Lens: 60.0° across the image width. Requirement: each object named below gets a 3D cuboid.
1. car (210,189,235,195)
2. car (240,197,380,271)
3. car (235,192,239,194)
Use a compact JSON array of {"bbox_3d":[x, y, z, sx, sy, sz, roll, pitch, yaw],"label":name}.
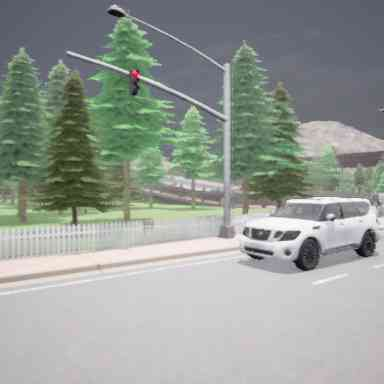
[{"bbox_3d":[5.356,0.330,63.325,1.837,1.490,4.892,0,6,-36],"label":"car"},{"bbox_3d":[4.145,1.212,11.249,5.566,2.045,2.150,0,0,-35],"label":"car"},{"bbox_3d":[8.561,0.411,64.902,1.812,1.442,4.674,0,5,-36],"label":"car"}]
